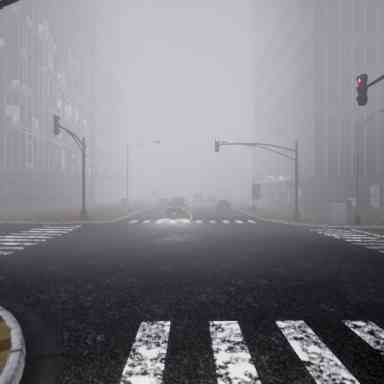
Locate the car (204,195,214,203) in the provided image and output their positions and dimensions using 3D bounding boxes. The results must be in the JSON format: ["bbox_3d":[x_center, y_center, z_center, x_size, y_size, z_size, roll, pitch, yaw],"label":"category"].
[{"bbox_3d":[3.559,1.432,69.431,1.967,1.590,4.097,0,0,0],"label":"car"}]

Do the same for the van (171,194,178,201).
[{"bbox_3d":[-4.440,1.315,85.957,1.690,1.788,3.998,0,0,0],"label":"van"}]

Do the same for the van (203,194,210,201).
[{"bbox_3d":[3.479,1.321,80.486,1.690,1.788,3.998,0,0,0],"label":"van"}]

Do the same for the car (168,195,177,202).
[{"bbox_3d":[-4.361,1.426,74.902,1.967,1.590,4.097,0,0,0],"label":"car"}]

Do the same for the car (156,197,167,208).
[{"bbox_3d":[-4.163,1.592,47.264,1.802,1.307,4.206,0,0,0],"label":"car"}]

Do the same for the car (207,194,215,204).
[{"bbox_3d":[3.599,1.313,63.903,2.192,1.841,5.009,0,0,0],"label":"car"}]

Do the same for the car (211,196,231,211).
[{"bbox_3d":[3.806,1.579,41.795,1.947,1.339,4.313,0,0,0],"label":"car"}]

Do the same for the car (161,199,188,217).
[{"bbox_3d":[-1.581,1.618,31.824,1.895,1.301,4.718,0,0,-1],"label":"car"}]

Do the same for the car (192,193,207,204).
[{"bbox_3d":[1.141,1.220,62.791,2.150,2.045,5.566,0,0,0],"label":"car"}]

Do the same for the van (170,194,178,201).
[{"bbox_3d":[-4.401,1.321,80.429,1.690,1.788,3.998,0,0,0],"label":"van"}]

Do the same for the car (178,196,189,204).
[{"bbox_3d":[-1.742,1.543,66.537,2.033,1.411,5.357,0,0,0],"label":"car"}]

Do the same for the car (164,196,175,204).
[{"bbox_3d":[-4.281,1.564,63.847,1.947,1.339,4.313,0,0,0],"label":"car"}]

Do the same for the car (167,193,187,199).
[{"bbox_3d":[-1.662,1.366,42.579,2.097,1.767,4.553,0,0,0],"label":"car"}]
